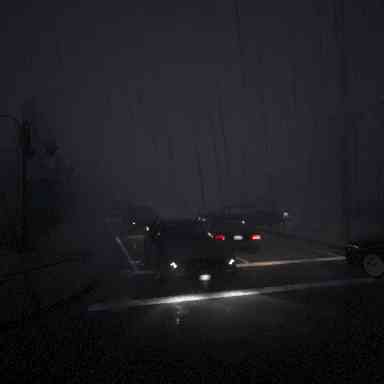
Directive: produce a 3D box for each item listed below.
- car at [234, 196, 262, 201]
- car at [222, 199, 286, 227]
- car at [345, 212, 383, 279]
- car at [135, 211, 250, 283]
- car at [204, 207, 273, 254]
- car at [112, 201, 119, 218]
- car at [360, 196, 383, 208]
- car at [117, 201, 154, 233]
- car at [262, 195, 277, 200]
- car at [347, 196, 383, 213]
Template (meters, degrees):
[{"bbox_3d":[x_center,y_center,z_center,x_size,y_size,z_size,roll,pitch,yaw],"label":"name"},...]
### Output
[{"bbox_3d":[7.366,1.287,46.156,2.007,1.523,4.514,0,0,-17],"label":"car"},{"bbox_3d":[2.849,1.466,19.894,5.357,1.411,2.033,-3,1,-15],"label":"car"},{"bbox_3d":[6.531,1.475,8.238,5.008,1.535,1.882,0,0,39],"label":"car"},{"bbox_3d":[-0.371,1.543,10.110,2.033,1.411,5.357,0,0,-15],"label":"car"},{"bbox_3d":[1.351,1.538,13.389,2.033,1.411,5.357,0,0,-4],"label":"car"},{"bbox_3d":[-6.258,1.515,30.098,2.033,1.411,5.357,0,0,-17],"label":"car"},{"bbox_3d":[23.911,1.274,43.180,1.845,1.501,3.633,0,0,-17],"label":"car"},{"bbox_3d":[-3.101,1.529,19.945,2.033,1.411,5.357,0,0,-17],"label":"car"},{"bbox_3d":[10.355,1.277,47.111,2.152,1.636,5.027,0,0,-17],"label":"car"},{"bbox_3d":[15.598,1.356,29.196,1.970,1.475,3.806,0,0,-17],"label":"car"}]
